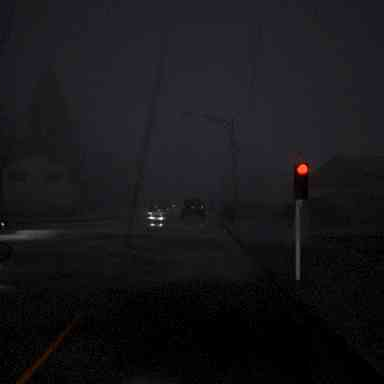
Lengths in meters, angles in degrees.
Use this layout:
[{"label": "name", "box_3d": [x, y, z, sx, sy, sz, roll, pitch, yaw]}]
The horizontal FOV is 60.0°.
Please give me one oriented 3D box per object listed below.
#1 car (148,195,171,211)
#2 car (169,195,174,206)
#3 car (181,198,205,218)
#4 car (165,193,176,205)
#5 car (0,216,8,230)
[{"label": "car", "box_3d": [-4.088, 1.491, 40.013, 2.128, 1.511, 4.902, 0, 0, 0]}, {"label": "car", "box_3d": [-4.076, 1.525, 50.018, 1.812, 1.442, 4.674, 0, 0, 0]}, {"label": "car", "box_3d": [0.126, 1.352, 30.722, 2.097, 1.767, 4.553, 0, 0, 1]}, {"label": "car", "box_3d": [-4.051, 1.221, 60.466, 2.150, 2.045, 5.566, 0, 0, 0]}, {"label": "car", "box_3d": [-12.525, 1.505, 17.875, 4.892, 1.490, 1.837, 0, 0, 0]}]
